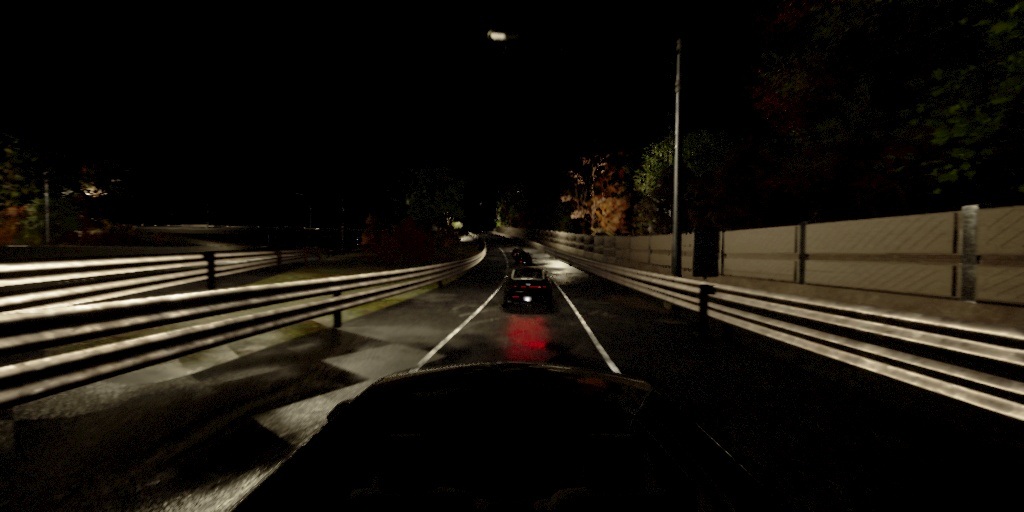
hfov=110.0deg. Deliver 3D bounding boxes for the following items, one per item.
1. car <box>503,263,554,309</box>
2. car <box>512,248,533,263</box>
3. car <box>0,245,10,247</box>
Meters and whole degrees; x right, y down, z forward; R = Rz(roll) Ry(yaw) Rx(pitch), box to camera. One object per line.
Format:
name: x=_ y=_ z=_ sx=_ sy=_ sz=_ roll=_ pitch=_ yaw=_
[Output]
car: x=0.681 y=1.224 z=14.951 sx=1.837 sy=1.490 sz=4.892 roll=1 pitch=1 yaw=3
car: x=1.268 y=0.301 z=40.504 sx=1.837 sy=1.490 sz=4.892 roll=1 pitch=3 yaw=-2
car: x=-40.742 y=-0.097 z=27.722 sx=1.837 sy=1.490 sz=4.892 roll=0 pitch=1 yaw=-22
